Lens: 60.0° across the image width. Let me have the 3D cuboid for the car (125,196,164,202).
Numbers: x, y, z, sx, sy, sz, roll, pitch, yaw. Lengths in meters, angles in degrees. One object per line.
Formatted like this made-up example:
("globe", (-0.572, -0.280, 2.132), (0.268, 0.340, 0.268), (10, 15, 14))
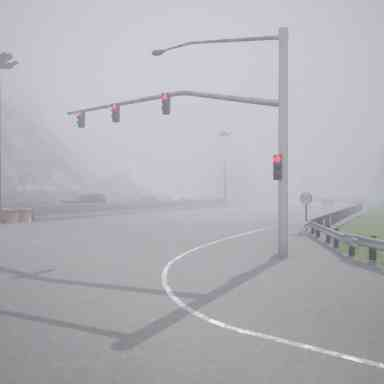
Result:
("car", (-6.450, 1.293, 45.744), (2.097, 1.767, 4.553), (0, 0, 32))

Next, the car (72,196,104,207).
("car", (-15.741, 1.445, 50.645), (1.812, 1.442, 4.674), (0, 0, 33))

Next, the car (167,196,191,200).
("car", (-1.534, 1.544, 53.749), (1.895, 1.301, 4.718), (0, 0, 30))

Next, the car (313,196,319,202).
("car", (28.103, 1.521, 72.927), (2.033, 1.411, 5.357), (0, 0, 7))

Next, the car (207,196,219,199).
("car", (4.038, 1.506, 65.163), (1.994, 1.385, 4.181), (0, 0, 22))

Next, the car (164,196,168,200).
("car", (-5.487, 1.468, 69.158), (2.033, 1.411, 5.357), (0, 0, 22))

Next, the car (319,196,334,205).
("car", (24.607, 1.549, 60.266), (1.994, 1.385, 4.181), (0, 0, 19))

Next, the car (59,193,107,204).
("car", (-12.006, 1.163, 36.937), (2.150, 2.045, 5.566), (0, 0, 33))

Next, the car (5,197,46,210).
("car", (-21.048, 1.409, 42.281), (2.128, 1.511, 4.902), (0, 0, 33))
